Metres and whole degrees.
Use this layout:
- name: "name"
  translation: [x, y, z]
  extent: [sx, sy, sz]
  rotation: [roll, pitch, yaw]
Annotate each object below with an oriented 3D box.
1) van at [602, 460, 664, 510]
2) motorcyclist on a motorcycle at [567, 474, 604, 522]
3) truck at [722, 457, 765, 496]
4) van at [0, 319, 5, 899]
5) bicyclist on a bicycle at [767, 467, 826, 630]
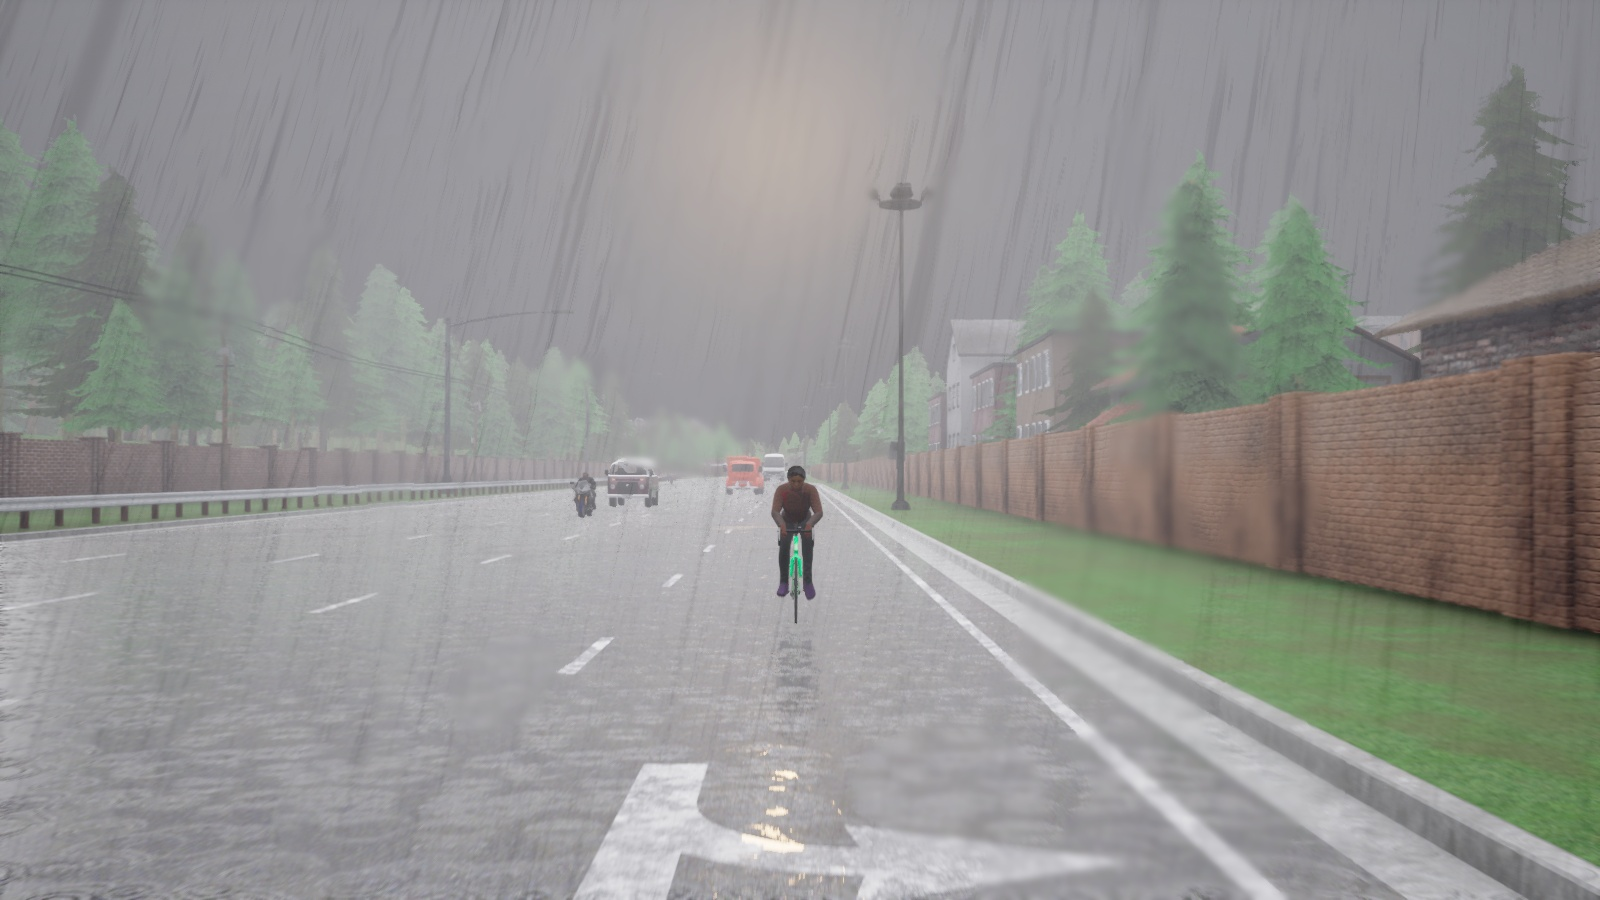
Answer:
- name: "van"
  translation: [-7.133, 1.472, 54.105]
  extent: [2.069, 2.038, 4.480]
  rotation: [0, -1, 0]
- name: "motorcyclist on a motorcycle"
  translation: [-7.102, 1.576, 41.688]
  extent: [0.866, 1.530, 2.191]
  rotation: [0, -1, 0]
- name: "truck"
  translation: [-3.706, 1.740, 83.462]
  extent: [2.627, 2.467, 5.204]
  rotation: [0, -1, 0]
- name: "van"
  translation: [-3.505, 0.580, 1.658]
  extent: [2.069, 2.038, 4.480]
  rotation: [0, -1, 0]
- name: "bicyclist on a bicycle"
  translation: [-0.033, 0.991, 13.338]
  extent: [0.582, 1.620, 1.656]
  rotation: [0, -1, 0]
